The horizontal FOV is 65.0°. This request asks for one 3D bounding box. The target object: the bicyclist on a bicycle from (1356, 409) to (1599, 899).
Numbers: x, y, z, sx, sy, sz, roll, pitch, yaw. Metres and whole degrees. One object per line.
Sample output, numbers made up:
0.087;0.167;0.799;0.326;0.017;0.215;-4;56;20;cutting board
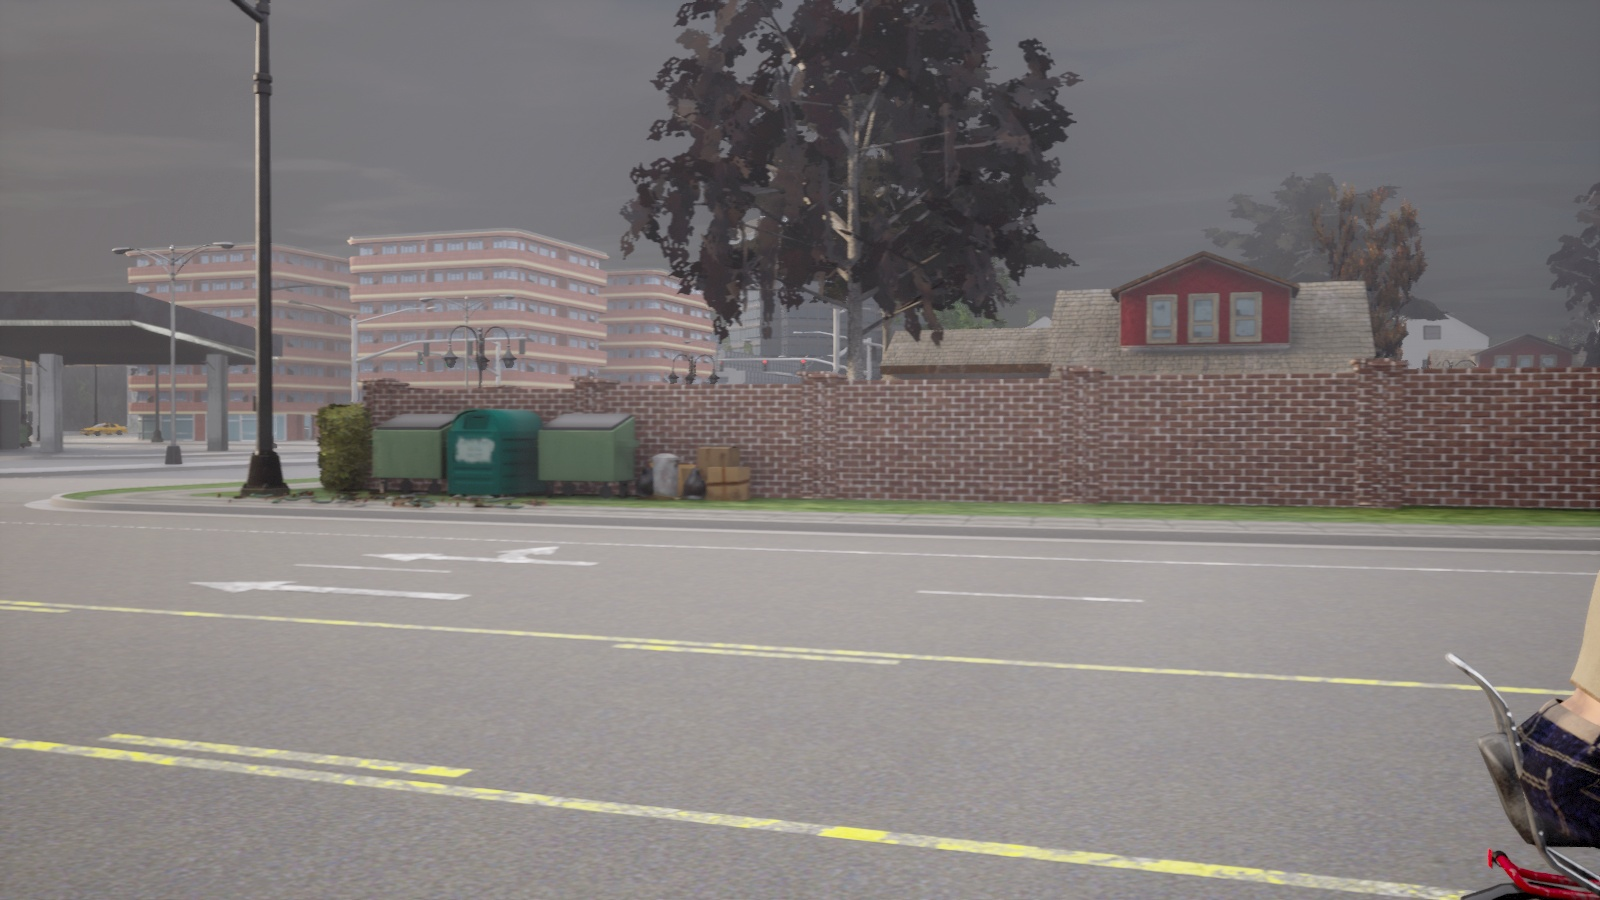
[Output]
1.987;0.730;2.519;1.509;1.612;0.866;1;1;18;bicyclist on a bicycle
